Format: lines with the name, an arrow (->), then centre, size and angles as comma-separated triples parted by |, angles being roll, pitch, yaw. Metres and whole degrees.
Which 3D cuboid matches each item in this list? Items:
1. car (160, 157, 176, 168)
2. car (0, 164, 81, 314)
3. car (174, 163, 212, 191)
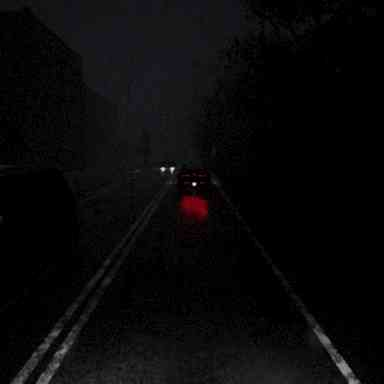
car -> -3.225, -4.063, 45.573 | 2.033, 1.411, 5.357 | 0, 7, 0
car -> -3.347, 0.711, 4.616 | 2.150, 2.045, 5.566 | 0, 7, 0
car -> 0.125, -0.980, 19.923 | 1.837, 1.490, 4.892 | 0, 7, 0
